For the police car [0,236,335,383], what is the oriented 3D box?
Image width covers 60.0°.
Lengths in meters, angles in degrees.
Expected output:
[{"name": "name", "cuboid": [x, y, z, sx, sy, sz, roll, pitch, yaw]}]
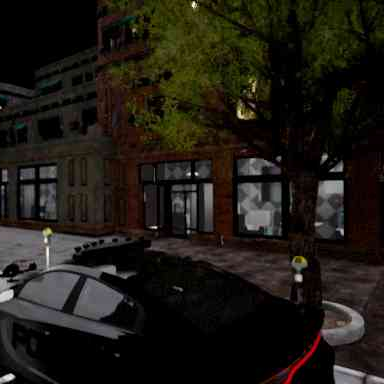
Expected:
[{"name": "police car", "cuboid": [-1.070, 1.419, 4.137, 5.238, 1.638, 1.930, 0, 0, 35]}]
